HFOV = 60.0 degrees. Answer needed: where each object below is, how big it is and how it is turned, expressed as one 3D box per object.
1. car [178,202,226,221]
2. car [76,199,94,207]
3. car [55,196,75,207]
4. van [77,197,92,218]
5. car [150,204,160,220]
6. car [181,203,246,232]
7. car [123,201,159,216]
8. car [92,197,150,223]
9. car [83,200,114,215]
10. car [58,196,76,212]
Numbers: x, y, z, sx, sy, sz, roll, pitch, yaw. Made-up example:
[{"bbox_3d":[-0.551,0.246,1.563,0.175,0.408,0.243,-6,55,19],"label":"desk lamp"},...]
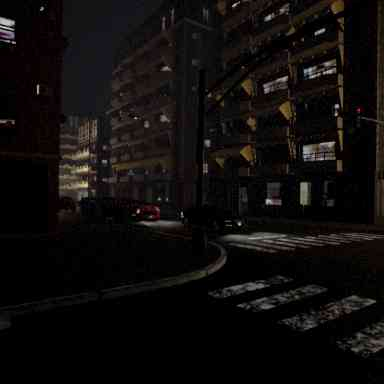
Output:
[{"bbox_3d":[0.784,1.686,30.130,1.752,1.417,4.829,1,-1,-35],"label":"car"},{"bbox_3d":[-18.449,1.866,57.292,1.802,1.307,4.206,1,-1,-35],"label":"car"},{"bbox_3d":[-22.457,1.603,58.708,2.097,1.767,4.553,1,-1,-36],"label":"car"},{"bbox_3d":[-8.766,1.354,29.989,1.690,1.788,3.998,1,-1,-35],"label":"van"},{"bbox_3d":[-4.541,1.404,28.296,2.097,1.767,4.553,1,-1,-35],"label":"car"},{"bbox_3d":[1.190,1.527,20.251,1.837,1.490,4.892,1,-1,-36],"label":"car"},{"bbox_3d":[-5.353,1.696,34.536,1.994,1.385,4.181,1,-1,-35],"label":"car"},{"bbox_3d":[-5.544,1.310,25.439,2.192,1.841,5.009,1,-1,-35],"label":"car"},{"bbox_3d":[-10.251,1.650,36.360,1.994,1.385,4.181,1,-1,-35],"label":"car"},{"bbox_3d":[-15.210,1.368,39.091,2.192,1.841,5.009,1,-1,-35],"label":"car"}]
